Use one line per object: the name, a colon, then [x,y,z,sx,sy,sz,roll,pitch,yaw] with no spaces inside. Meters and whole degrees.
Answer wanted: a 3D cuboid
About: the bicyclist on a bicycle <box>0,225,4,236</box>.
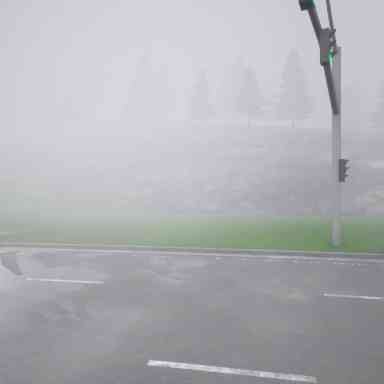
bicyclist on a bicycle: [-9.518,1.293,15.672,0.582,1.620,1.656,-37,-22,-19]
